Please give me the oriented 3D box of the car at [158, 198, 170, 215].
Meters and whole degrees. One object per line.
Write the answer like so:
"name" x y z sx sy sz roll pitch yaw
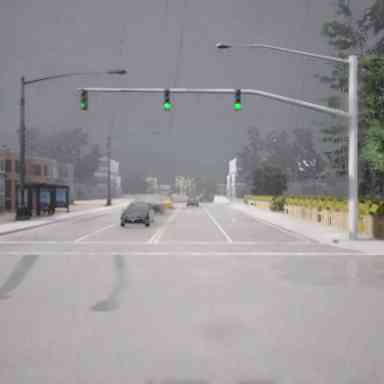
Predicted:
"car" -3.602 1.552 32.925 1.895 1.301 4.718 0 0 0

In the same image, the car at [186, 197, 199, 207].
"car" 0.087 1.471 49.349 2.033 1.411 5.357 0 0 0

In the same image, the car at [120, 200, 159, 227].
"car" -3.606 1.473 22.670 1.837 1.490 4.892 0 0 0

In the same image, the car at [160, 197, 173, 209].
"car" -3.570 1.411 43.407 1.882 1.535 5.008 0 0 1
